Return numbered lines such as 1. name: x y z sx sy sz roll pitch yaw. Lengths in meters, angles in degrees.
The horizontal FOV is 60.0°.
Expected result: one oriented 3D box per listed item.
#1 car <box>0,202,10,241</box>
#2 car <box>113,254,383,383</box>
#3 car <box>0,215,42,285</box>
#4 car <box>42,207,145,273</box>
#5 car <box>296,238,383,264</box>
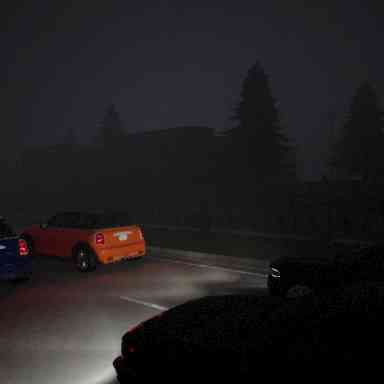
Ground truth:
1. car: -11.006 1.352 16.124 4.553 1.767 2.097 0 0 36
2. car: 1.766 1.547 2.735 5.357 1.411 2.033 0 0 36
3. car: -6.064 1.352 8.318 4.553 1.767 2.097 0 0 36
4. car: -3.735 1.352 10.955 4.553 1.767 2.097 0 0 36
5. car: 3.764 1.478 5.611 5.008 1.535 1.882 0 0 36
